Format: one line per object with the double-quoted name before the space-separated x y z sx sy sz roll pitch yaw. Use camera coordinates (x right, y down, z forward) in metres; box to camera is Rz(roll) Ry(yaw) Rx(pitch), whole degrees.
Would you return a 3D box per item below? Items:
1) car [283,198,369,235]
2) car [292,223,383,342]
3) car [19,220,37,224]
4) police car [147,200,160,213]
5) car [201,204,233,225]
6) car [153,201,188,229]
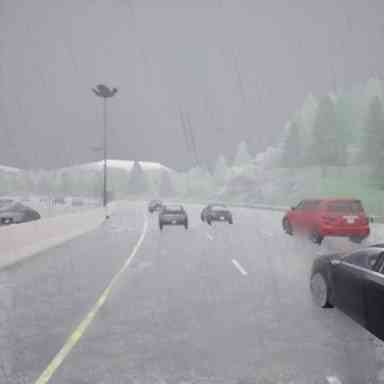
"car" 6.329 1.295 16.344 2.150 2.045 5.566 0 0 -4
"car" 3.429 1.511 5.063 2.128 1.511 4.902 0 0 -2
"car" -12.266 1.719 23.620 1.994 1.385 4.181 0 0 -8
"police car" -4.414 1.735 41.161 2.038 1.542 4.974 0 0 -12
"car" 1.832 1.657 25.378 1.812 1.442 4.674 0 0 -7
"car" -1.344 1.615 22.413 2.128 1.511 4.902 0 0 -7
